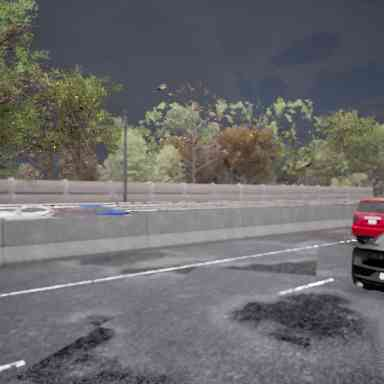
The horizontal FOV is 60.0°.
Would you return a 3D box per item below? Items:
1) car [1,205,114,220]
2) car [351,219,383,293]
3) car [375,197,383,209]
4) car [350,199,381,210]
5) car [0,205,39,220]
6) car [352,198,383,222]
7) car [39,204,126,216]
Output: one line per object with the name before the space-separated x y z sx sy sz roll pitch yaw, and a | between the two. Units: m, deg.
car | -6.571 1.593 16.522 4.674 1.442 1.812 0 0 -36
car | 5.802 1.515 7.945 5.008 1.535 1.882 0 0 -36
car | 27.038 1.494 45.027 4.902 1.511 2.128 0 0 -36
car | 24.987 1.775 47.862 5.008 1.535 1.882 0 0 -36
car | -10.911 1.614 22.022 4.674 1.442 1.812 0 0 -36
car | 9.366 1.292 14.850 5.566 2.045 2.150 0 0 -36
car | -6.560 1.563 20.850 5.008 1.535 1.882 0 0 -36
